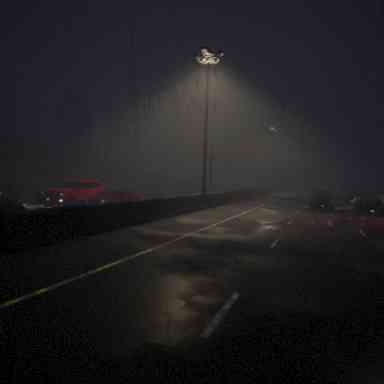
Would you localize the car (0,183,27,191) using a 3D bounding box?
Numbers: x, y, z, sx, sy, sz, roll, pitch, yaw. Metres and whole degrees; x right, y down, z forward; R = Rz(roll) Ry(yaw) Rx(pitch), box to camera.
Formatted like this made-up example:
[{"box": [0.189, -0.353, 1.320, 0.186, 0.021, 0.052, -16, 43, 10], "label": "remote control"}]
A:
[{"box": [-15.623, 0.048, 27.240, 2.128, 1.511, 4.902, 3, 2, 21], "label": "car"}]

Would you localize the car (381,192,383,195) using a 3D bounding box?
[{"box": [21.974, 0.742, 37.082, 1.882, 1.535, 5.008, 3, 3, 21], "label": "car"}]

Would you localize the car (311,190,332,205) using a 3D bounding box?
[{"box": [14.961, 0.555, 38.369, 2.033, 1.411, 5.357, 3, 3, 21], "label": "car"}]

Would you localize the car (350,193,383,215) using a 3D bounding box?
[{"box": [14.351, 1.078, 27.039, 1.895, 1.301, 4.718, 3, 3, 21], "label": "car"}]

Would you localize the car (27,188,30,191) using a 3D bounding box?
[{"box": [-11.230, 0.156, 28.679, 1.882, 1.535, 5.008, 3, 2, 21], "label": "car"}]

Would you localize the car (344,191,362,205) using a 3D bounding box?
[{"box": [18.485, 0.642, 37.769, 1.837, 1.490, 4.892, 3, 3, 21], "label": "car"}]

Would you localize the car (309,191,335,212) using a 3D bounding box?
[{"box": [11.075, 0.855, 28.253, 1.812, 1.442, 4.674, 3, 3, 21], "label": "car"}]

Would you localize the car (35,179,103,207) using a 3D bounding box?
[{"box": [-8.854, 0.060, 25.325, 2.150, 2.045, 5.566, 3, 2, 21], "label": "car"}]

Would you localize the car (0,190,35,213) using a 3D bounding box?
[{"box": [-9.328, 0.782, 14.355, 1.994, 1.385, 4.181, 3, 2, 21], "label": "car"}]

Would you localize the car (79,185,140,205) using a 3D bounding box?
[{"box": [-5.588, 0.465, 24.104, 1.882, 1.535, 5.008, 3, 2, 21], "label": "car"}]
